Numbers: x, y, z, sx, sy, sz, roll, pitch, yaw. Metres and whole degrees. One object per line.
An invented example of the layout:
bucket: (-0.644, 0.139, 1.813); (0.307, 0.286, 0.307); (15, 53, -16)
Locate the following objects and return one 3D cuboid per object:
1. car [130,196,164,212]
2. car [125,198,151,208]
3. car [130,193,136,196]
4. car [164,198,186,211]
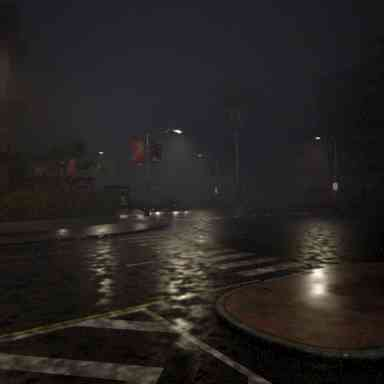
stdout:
car: (-5.846, 1.547, 39.287); (2.033, 1.411, 5.357); (0, 0, -35)
car: (-7.881, 1.600, 48.279); (1.895, 1.301, 4.718); (0, 0, -35)
car: (-13.507, 1.220, 68.396); (2.150, 2.045, 5.566); (0, 0, -39)
car: (-2.550, 1.525, 40.691); (1.812, 1.442, 4.674); (0, 0, -35)
